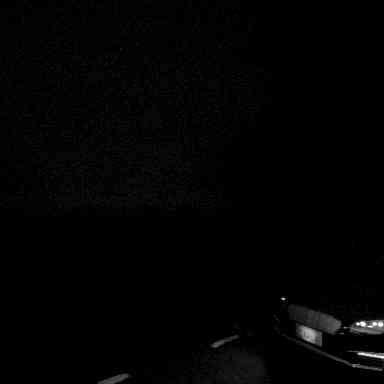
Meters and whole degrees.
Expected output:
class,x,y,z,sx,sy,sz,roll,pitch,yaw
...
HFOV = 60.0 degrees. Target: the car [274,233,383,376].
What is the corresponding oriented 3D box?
class,x,y,z,sx,sy,sz,roll,pitch,yaw
car,3.430,1.489,5.517,4.902,1.511,2.128,0,0,-36
